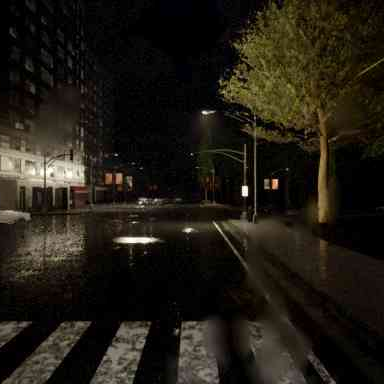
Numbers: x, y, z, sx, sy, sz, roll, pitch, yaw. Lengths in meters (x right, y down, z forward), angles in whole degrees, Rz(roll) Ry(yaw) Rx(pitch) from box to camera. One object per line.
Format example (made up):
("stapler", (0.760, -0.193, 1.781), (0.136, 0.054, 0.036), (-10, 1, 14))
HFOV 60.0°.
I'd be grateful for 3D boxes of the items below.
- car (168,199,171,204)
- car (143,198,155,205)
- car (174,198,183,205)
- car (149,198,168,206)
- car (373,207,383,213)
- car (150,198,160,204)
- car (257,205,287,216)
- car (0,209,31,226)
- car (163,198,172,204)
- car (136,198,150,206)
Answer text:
("car", (-6.302, 2.039, 74.277), (1.882, 1.535, 5.008), (0, -1, 0))
("car", (-9.551, 2.110, 74.890), (2.033, 1.411, 5.357), (0, -1, 0))
("car", (-3.043, 2.119, 75.444), (2.033, 1.411, 5.357), (0, -1, 0))
("car", (-6.367, 1.975, 64.327), (2.033, 1.411, 5.357), (0, -1, 1))
("car", (42.461, 4.000, 74.943), (5.357, 1.411, 2.033), (4, -3, -45))
("car", (-9.522, 2.267, 85.433), (2.033, 1.411, 5.357), (0, -1, 0))
("car", (10.191, 2.349, 42.605), (4.718, 1.301, 1.895), (3, -2, -45))
("car", (-13.242, 1.525, 21.930), (1.895, 1.301, 4.718), (5, -1, 36))
("car", (-6.274, 2.310, 84.601), (1.895, 1.301, 4.718), (0, -1, 0))
("car", (-9.616, 1.922, 64.593), (2.128, 1.511, 4.902), (0, -1, 1))
